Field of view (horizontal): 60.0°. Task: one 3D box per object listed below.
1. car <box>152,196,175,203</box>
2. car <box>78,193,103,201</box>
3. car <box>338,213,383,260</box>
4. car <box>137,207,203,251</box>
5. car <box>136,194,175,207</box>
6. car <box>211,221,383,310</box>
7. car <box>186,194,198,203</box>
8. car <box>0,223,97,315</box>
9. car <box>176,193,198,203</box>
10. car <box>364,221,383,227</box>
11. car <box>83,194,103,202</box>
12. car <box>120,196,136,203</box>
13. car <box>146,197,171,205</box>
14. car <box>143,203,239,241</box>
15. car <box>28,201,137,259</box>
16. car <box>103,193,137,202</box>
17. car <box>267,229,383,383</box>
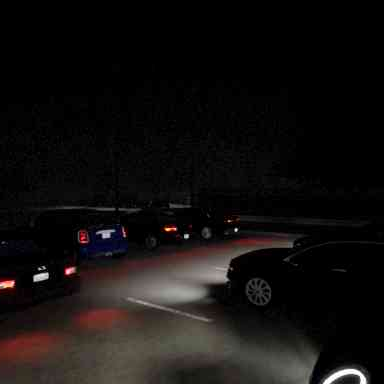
[{"bbox_3d":[-5.823,1.505,67.708,1.837,1.490,4.892,0,0,36],"label":"car"},{"bbox_3d":[-15.842,1.214,54.085,2.150,2.045,5.566,0,1,35],"label":"car"},{"bbox_3d":[8.008,1.547,11.173,5.357,1.411,2.033,0,0,36],"label":"car"},{"bbox_3d":[-2.078,1.526,14.085,4.674,1.442,1.812,0,0,36],"label":"car"},{"bbox_3d":[-4.941,1.352,45.266,2.097,1.767,4.553,0,0,36],"label":"car"},{"bbox_3d":[2.969,1.505,6.177,4.892,1.490,1.837,0,0,36],"label":"car"},{"bbox_3d":[1.751,1.492,54.466,2.128,1.511,4.902,0,0,36],"label":"car"},{"bbox_3d":[-4.694,1.547,7.336,5.357,1.411,2.033,0,0,36],"label":"car"},{"bbox_3d":[0.282,1.224,58.336,2.150,2.045,5.566,0,0,39],"label":"car"},{"bbox_3d":[5.088,1.526,8.954,4.674,1.442,1.812,0,0,36],"label":"car"},{"bbox_3d":[-13.658,1.491,51.126,2.128,1.511,4.902,0,0,36],"label":"car"},{"bbox_3d":[-7.519,1.601,47.672,1.895,1.301,4.718,0,0,36],"label":"car"},{"bbox_3d":[-6.094,1.600,61.494,1.895,1.301,4.718,0,0,36],"label":"car"},{"bbox_3d":[0.084,1.505,16.837,4.892,1.490,1.837,0,0,36],"label":"car"},{"bbox_3d":[-4.340,1.352,11.396,4.553,1.767,2.097,0,0,36],"label":"car"},{"bbox_3d":[-10.157,1.222,50.000,2.150,2.045,5.566,0,0,35],"label":"car"},{"bbox_3d":[3.005,1.352,1.845,4.553,1.767,2.097,0,0,36],"label":"car"}]
